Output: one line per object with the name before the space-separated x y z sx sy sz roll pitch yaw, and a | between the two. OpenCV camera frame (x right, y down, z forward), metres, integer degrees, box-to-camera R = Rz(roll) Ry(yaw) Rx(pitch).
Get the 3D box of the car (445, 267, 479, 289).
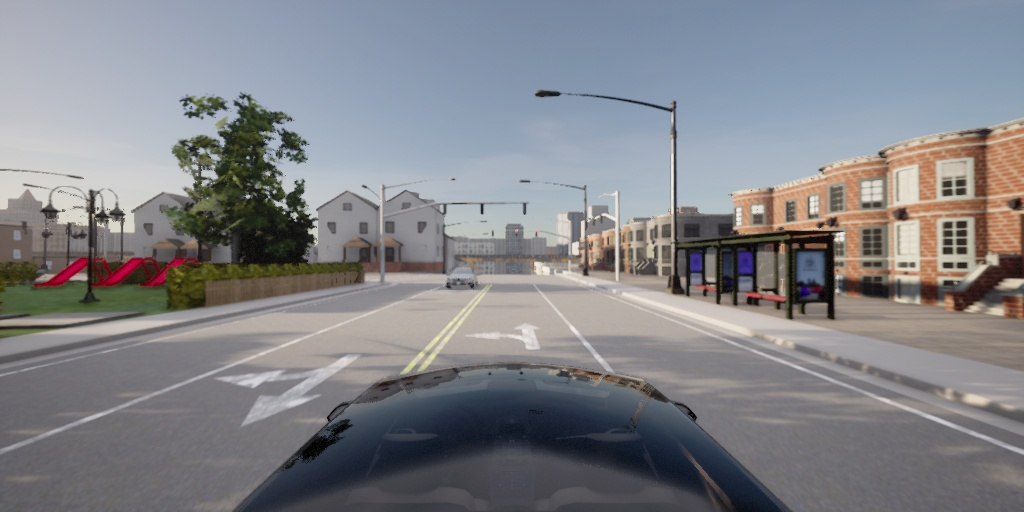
car | -3.522 1.543 26.011 1.812 1.442 4.674 0 -1 0
